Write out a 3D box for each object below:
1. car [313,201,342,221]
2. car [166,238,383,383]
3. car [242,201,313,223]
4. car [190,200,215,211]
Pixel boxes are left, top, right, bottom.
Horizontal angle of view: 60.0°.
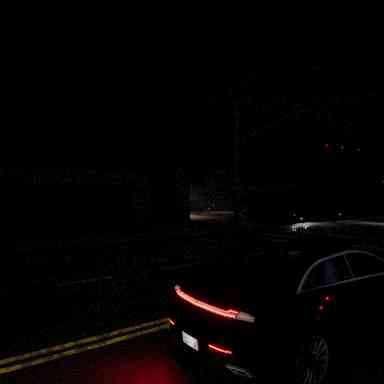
[{"bbox_3d":[9.868,1.491,27.607,2.128,1.511,4.902,0,0,-41],"label":"car"},{"bbox_3d":[1.954,1.492,5.223,4.902,1.511,2.128,0,0,-35],"label":"car"},{"bbox_3d":[6.339,1.547,26.177,2.033,1.411,5.357,0,0,-37],"label":"car"},{"bbox_3d":[0.638,1.601,39.656,1.895,1.301,4.718,0,0,-37],"label":"car"}]
